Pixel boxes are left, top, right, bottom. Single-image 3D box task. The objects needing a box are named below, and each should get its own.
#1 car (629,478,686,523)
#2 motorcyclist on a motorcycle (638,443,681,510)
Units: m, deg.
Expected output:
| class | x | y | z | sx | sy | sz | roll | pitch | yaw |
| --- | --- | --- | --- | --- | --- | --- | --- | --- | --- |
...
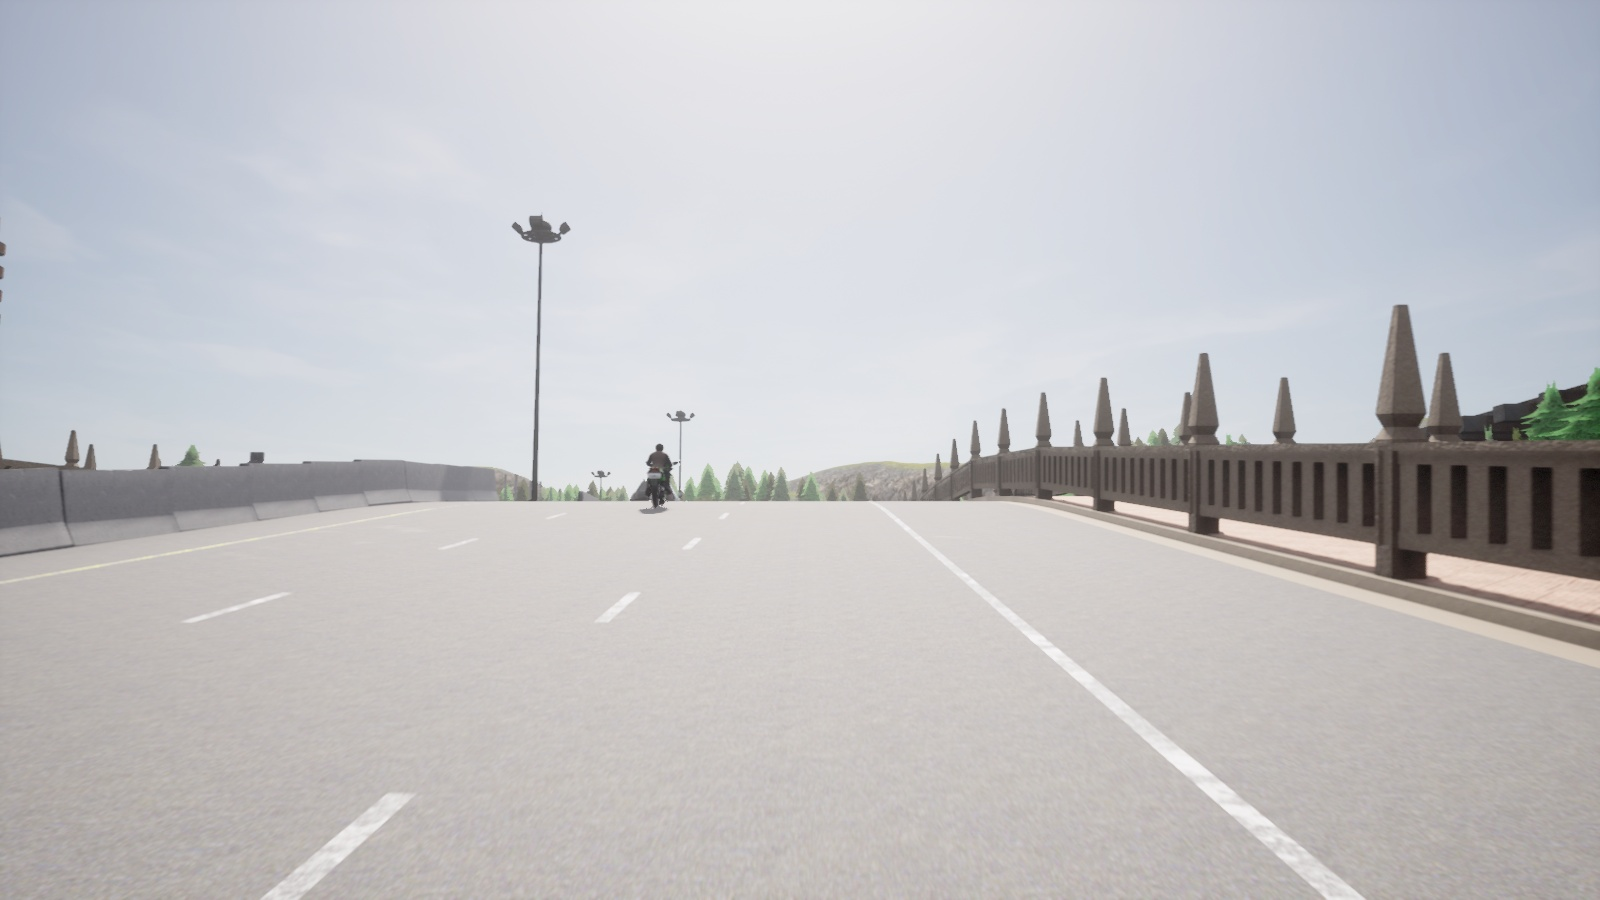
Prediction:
| class | x | y | z | sx | sy | sz | roll | pitch | yaw |
| --- | --- | --- | --- | --- | --- | --- | --- | --- | --- |
| car | -6.645 | 2.412 | 58.934 | 2.097 | 1.767 | 4.553 | 0 | -7 | 0 |
| motorcyclist on a motorcycle | -3.313 | 0.609 | 29.766 | 0.797 | 1.523 | 2.044 | 0 | 0 | 0 |
